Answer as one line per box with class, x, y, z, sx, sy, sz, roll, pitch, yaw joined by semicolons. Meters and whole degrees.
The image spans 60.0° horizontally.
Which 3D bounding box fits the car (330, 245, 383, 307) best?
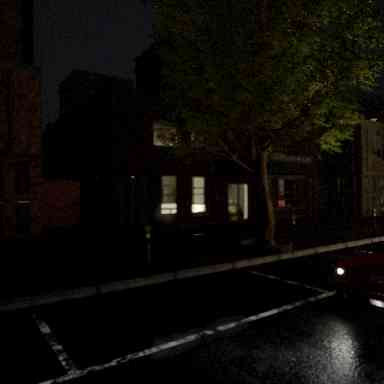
car;4.948;1.561;6.909;4.718;1.301;1.895;0;0;-36
